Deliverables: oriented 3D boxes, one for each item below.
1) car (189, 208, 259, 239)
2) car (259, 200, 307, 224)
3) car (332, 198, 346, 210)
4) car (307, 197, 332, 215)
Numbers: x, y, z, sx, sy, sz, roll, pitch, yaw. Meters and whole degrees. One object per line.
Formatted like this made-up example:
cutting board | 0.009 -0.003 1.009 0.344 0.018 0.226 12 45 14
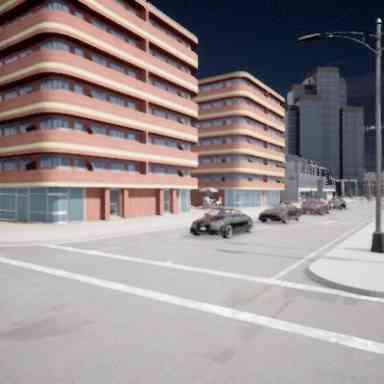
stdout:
car | 1.629 1.567 17.550 1.994 1.385 4.181 0 0 34
car | 6.809 1.555 25.322 2.033 1.411 5.357 0 0 34
car | 18.600 1.515 42.942 2.128 1.511 4.902 0 0 34
car | 12.357 1.368 33.637 2.097 1.767 4.553 0 0 34
